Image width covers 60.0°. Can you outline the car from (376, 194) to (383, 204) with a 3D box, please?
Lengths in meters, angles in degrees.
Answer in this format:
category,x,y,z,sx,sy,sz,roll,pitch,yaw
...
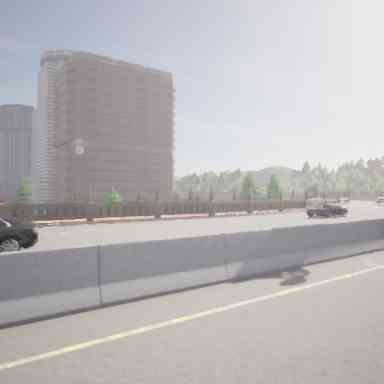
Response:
category,x,y,z,sx,sy,sz,roll,pitch,yaw
car,36.724,1.334,63.685,2.150,2.045,5.566,0,0,24

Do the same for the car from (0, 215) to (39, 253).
category,x,y,z,sx,sy,sz,roll,pitch,yaw
car,-7.876,1.505,11.273,4.892,1.490,1.837,0,0,-36

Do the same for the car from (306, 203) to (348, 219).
category,x,y,z,sx,sy,sz,roll,pitch,yaw
car,12.416,1.697,30.539,4.718,1.301,1.895,0,0,-41
